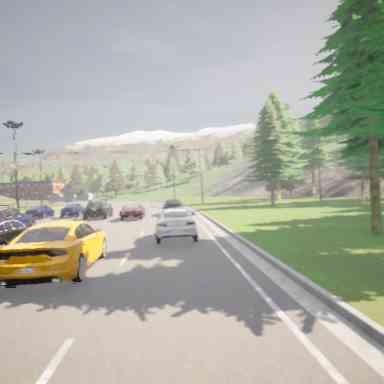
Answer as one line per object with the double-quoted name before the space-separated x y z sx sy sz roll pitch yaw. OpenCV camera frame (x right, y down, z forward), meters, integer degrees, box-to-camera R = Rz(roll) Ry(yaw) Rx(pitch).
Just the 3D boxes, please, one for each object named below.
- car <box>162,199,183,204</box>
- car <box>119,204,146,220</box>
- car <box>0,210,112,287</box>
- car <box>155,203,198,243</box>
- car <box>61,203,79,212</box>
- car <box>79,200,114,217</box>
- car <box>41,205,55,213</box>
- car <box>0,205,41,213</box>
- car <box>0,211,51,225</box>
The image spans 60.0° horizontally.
"car" -1.883 1.424 32.598 1.837 1.490 4.892 -3 0 -4
"car" -5.144 1.696 29.315 1.895 1.301 4.718 -3 0 -4
"car" -3.898 1.613 10.006 1.882 1.535 5.008 -3 1 -4
"car" -0.777 1.479 15.959 1.812 1.442 4.674 -3 0 -4
"car" -12.655 1.953 35.570 1.812 1.442 4.674 -3 0 -5
"car" -8.826 1.614 31.611 2.097 1.767 4.553 -3 0 -4
"car" -16.148 2.123 35.421 1.812 1.442 4.674 -3 0 -5
"car" -11.604 1.804 20.697 2.097 1.767 4.553 -3 0 -4
"car" -7.592 1.790 12.968 2.128 1.511 4.902 -3 0 -4
